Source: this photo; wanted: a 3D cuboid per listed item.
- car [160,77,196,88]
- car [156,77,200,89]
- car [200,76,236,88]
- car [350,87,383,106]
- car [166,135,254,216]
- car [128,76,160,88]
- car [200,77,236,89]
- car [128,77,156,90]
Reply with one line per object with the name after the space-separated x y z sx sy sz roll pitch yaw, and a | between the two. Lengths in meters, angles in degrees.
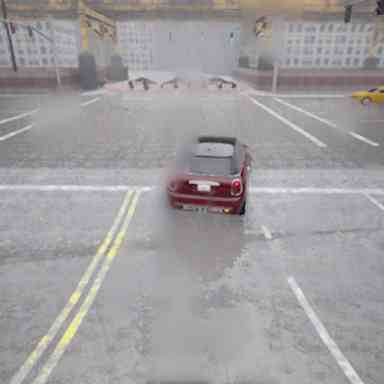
-1.798 -14.690 44.452 4.536 1.218 1.853 -15 26 -32 | car
-1.841 -14.532 44.482 4.974 1.542 2.038 -15 26 -32 | car
3.497 -14.934 45.071 4.536 1.218 1.853 12 25 28 | car
16.665 -8.526 29.374 5.008 1.535 1.882 0 22 1 | car
0.714 -0.892 10.018 2.097 1.767 4.553 5 23 10 | car
-6.485 -14.726 44.542 4.536 1.218 1.853 20 29 41 | car
3.542 -14.778 45.105 4.974 1.542 2.038 12 25 28 | car
-6.448 -14.566 44.566 4.974 1.542 2.038 20 29 41 | car
